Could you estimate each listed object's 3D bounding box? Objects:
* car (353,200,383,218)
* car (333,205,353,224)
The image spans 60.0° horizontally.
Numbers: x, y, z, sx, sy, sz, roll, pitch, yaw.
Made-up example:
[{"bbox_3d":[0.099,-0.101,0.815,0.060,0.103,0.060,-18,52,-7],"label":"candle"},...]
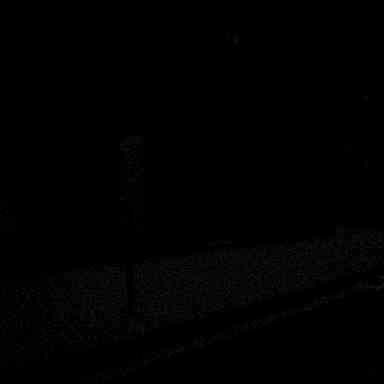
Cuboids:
[{"bbox_3d":[14.613,1.368,27.849,1.947,1.339,4.313,-1,0,-35],"label":"car"},{"bbox_3d":[8.167,1.419,23.067,1.752,1.417,4.829,-1,0,-35],"label":"car"}]
